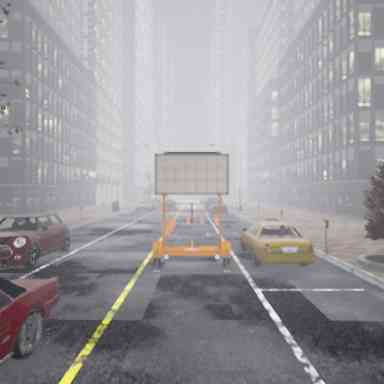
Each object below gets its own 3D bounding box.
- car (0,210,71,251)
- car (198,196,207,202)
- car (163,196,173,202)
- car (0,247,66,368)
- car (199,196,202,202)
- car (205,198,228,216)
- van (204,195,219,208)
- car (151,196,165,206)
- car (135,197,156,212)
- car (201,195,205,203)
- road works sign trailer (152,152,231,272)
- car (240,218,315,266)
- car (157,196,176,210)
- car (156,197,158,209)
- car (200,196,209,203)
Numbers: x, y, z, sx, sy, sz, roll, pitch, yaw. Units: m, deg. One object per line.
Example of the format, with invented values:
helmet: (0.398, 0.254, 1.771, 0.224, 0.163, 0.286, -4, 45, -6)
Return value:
car: (-5.696, 1.467, 11.281, 1.967, 1.590, 4.097, 0, 0, 0)
car: (2.680, 1.727, 85.264, 2.008, 1.369, 4.403, 0, 0, 0)
car: (-5.700, 1.733, 79.583, 1.947, 1.339, 4.313, 0, 0, 0)
car: (-3.101, 1.609, 3.225, 1.895, 1.301, 4.718, 0, 0, 0)
car: (2.682, 1.718, 62.494, 1.802, 1.307, 4.206, 0, 0, 0)
car: (2.683, 1.643, 34.033, 1.947, 1.339, 4.313, 0, 0, 0)
van: (2.682, 1.431, 39.726, 1.690, 1.788, 3.998, 0, 0, 0)
car: (-5.700, 1.565, 56.817, 1.967, 1.590, 4.097, 0, 0, 0)
car: (-5.698, 1.615, 39.570, 1.752, 1.417, 4.829, 0, 0, 0)
car: (2.682, 1.542, 45.419, 1.967, 1.590, 4.097, 0, 0, 0)
road works sign trailer: (-0.002, 0.490, 10.847, 2.380, 3.560, 2.880, 0, 0, 0)
car: (2.685, 1.552, 11.436, 1.752, 1.417, 4.829, 0, 0, 0)
car: (-3.103, 1.649, 45.368, 2.033, 1.411, 5.357, 0, 0, 0)
car: (-5.698, 1.684, 45.432, 1.802, 1.307, 4.206, 0, 0, 0)
car: (2.681, 1.702, 73.879, 1.887, 1.381, 4.507, 0, 0, 0)
